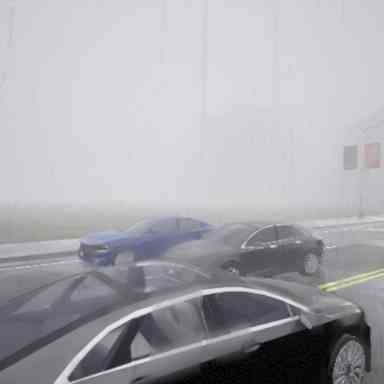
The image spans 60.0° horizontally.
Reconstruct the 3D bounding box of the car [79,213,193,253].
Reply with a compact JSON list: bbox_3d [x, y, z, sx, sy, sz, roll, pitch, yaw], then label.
[{"bbox_3d":[-1.093,1.486,10.889,5.008,1.535,1.882,0,0,-35],"label":"car"}]

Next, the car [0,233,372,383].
[{"bbox_3d":[-0.056,1.495,3.400,4.902,1.511,2.128,0,0,-35],"label":"car"}]

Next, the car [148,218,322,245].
[{"bbox_3d":[1.508,1.514,8.751,4.892,1.490,1.837,0,0,-35],"label":"car"}]
